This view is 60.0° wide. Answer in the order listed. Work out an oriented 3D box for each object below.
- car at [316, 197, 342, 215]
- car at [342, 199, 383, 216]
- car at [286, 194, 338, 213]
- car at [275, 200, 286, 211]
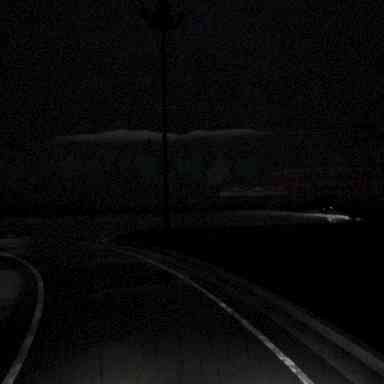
[{"bbox_3d":[15.829,1.507,34.469,4.892,1.490,1.837,-1,-1,-13],"label":"car"},{"bbox_3d":[16.765,1.525,31.092,4.181,1.385,1.994,-1,0,-13],"label":"car"},{"bbox_3d":[14.024,1.271,37.656,5.566,2.045,2.150,-1,0,-13],"label":"car"},{"bbox_3d":[13.103,1.311,41.035,5.566,2.045,2.150,-1,0,-13],"label":"car"}]
